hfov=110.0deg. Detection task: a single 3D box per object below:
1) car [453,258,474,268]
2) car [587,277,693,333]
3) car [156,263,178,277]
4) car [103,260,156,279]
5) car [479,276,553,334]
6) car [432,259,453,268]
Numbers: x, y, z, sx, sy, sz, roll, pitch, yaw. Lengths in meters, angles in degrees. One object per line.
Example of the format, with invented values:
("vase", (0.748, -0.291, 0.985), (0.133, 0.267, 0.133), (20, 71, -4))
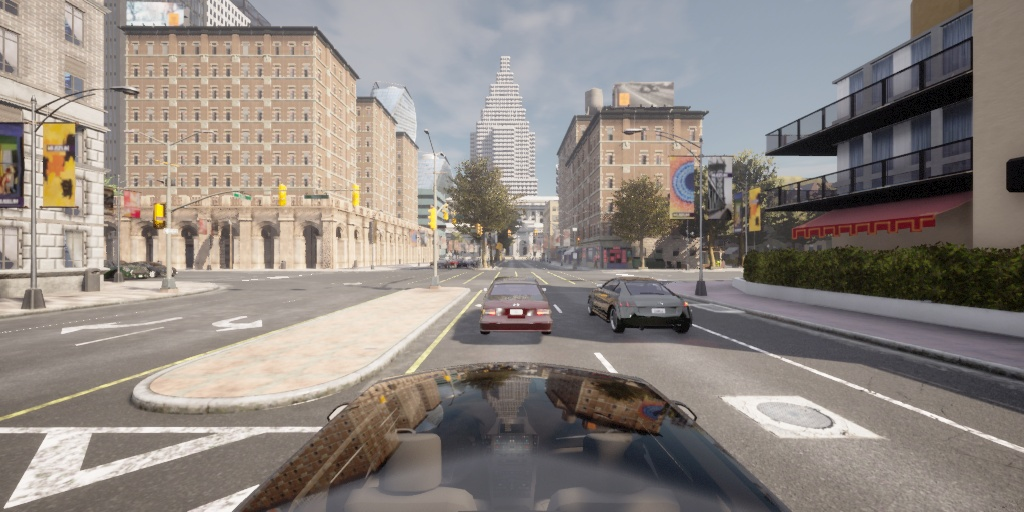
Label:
("car", (-8.129, 1.351, 60.388), (1.895, 1.301, 4.718), (0, 0, 0))
("car", (3.589, 1.314, 10.790), (1.994, 1.385, 4.181), (0, 0, 0))
("car", (-34.193, 1.255, 33.513), (4.892, 1.490, 1.837), (0, 0, 0))
("car", (-33.351, 1.102, 30.018), (4.553, 1.767, 2.097), (0, 0, 0))
("car", (0.091, 1.297, 10.530), (2.033, 1.411, 5.357), (0, 0, 0))
("car", (-11.630, 1.276, 60.266), (1.812, 1.442, 4.674), (0, 0, 0))
